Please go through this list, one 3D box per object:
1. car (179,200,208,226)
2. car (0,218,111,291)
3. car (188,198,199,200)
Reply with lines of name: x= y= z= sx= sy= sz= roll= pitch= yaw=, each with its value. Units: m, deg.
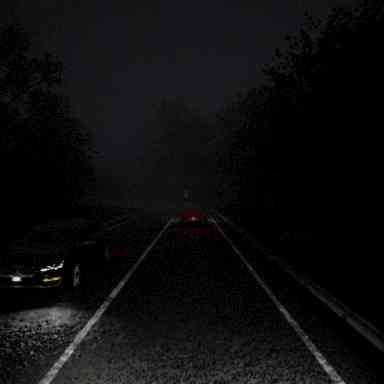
car: x=0.102 y=1.582 z=24.078 sx=1.882 sy=1.535 sz=5.008 roll=0 pitch=0 yaw=0
car: x=-3.598 y=1.545 z=9.250 sx=1.837 sy=1.490 sz=4.892 roll=0 pitch=0 yaw=0
car: x=0.139 y=1.529 z=41.035 sx=2.097 sy=1.767 sz=4.553 roll=0 pitch=0 yaw=1
